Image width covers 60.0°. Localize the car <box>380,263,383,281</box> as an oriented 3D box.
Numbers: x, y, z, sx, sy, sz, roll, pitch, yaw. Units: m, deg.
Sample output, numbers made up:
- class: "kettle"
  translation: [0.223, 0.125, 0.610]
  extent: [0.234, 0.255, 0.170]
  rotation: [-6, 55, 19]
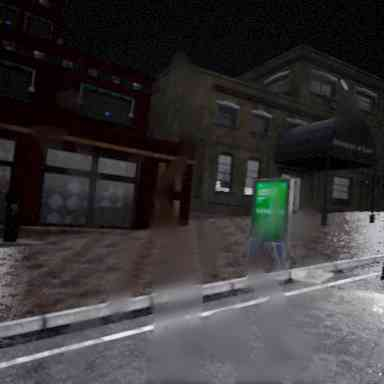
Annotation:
- class: "car"
  translation: [6.486, 1.594, 8.004]
  extent: [4.181, 1.385, 1.994]
  rotation: [0, 0, -31]
